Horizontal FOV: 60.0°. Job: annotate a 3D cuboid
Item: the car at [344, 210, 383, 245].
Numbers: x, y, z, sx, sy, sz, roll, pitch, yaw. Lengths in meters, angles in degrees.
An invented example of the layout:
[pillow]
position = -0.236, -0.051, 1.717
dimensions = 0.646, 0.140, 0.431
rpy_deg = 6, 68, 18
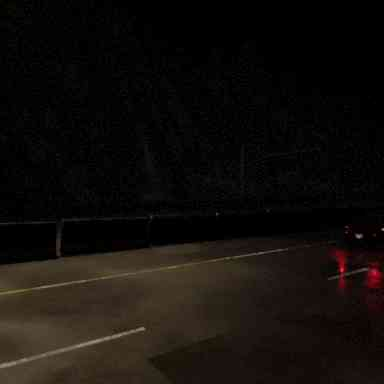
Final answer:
[car]
position = 8.266, 1.488, 14.064
dimensions = 4.674, 1.442, 1.812
rpy_deg = -1, 0, -35
